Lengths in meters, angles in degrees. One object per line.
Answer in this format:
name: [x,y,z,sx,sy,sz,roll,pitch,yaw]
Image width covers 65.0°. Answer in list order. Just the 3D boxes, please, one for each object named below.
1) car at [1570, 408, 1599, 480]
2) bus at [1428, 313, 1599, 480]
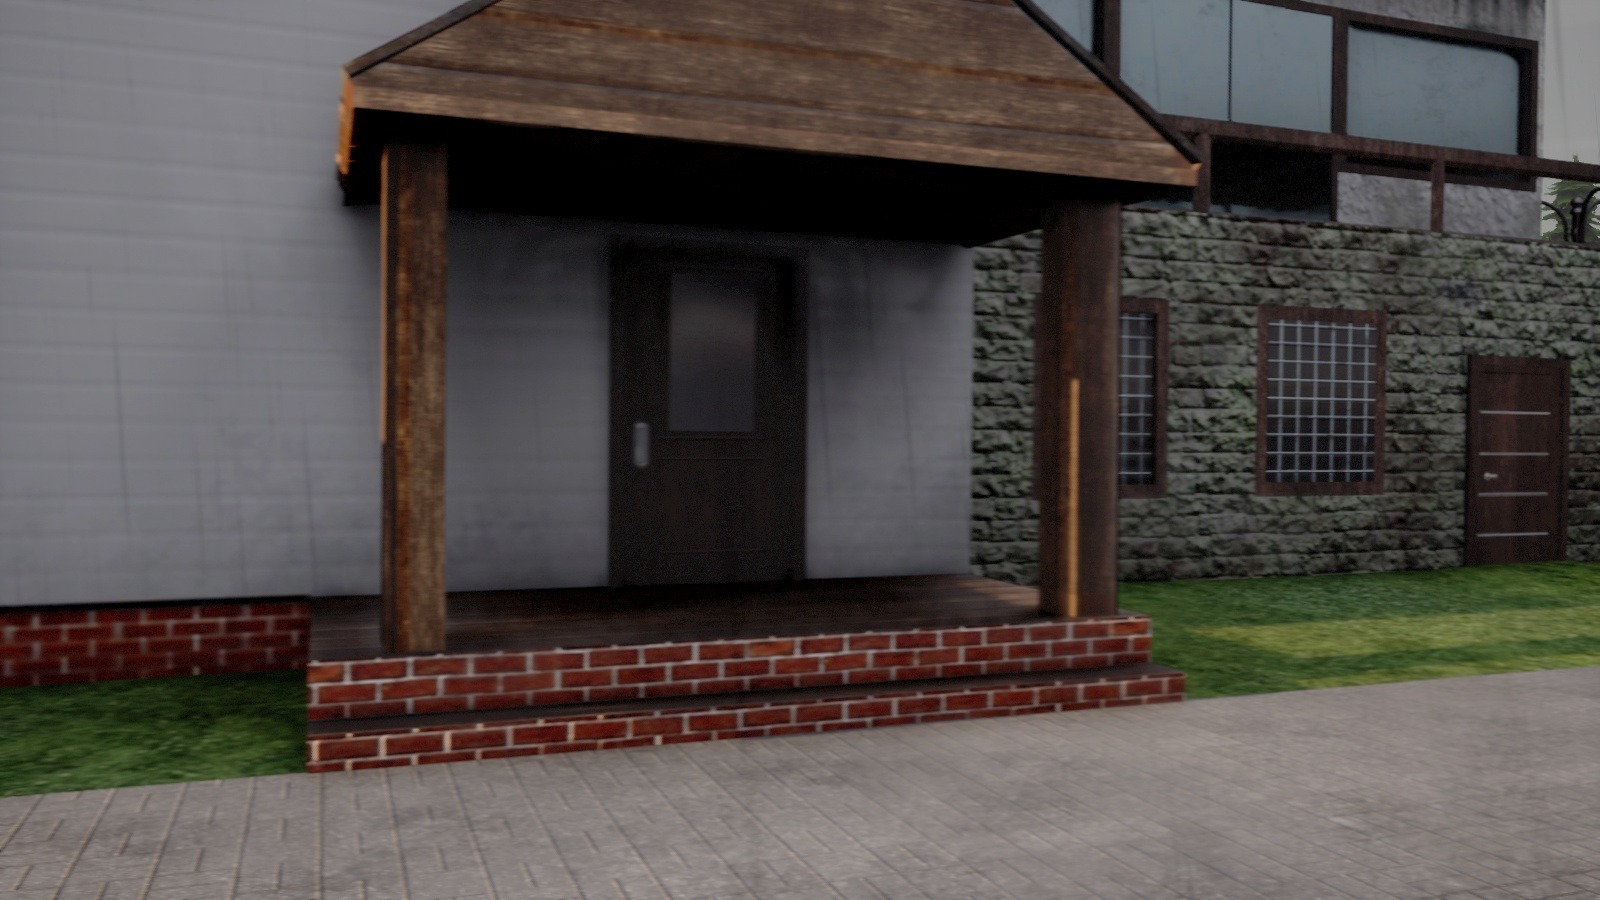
car: [20.118,-0.138,27.732,2.152,1.651,5.027,-1,1,-21]
bus: [22.189,-1.408,33.013,3.944,4.253,10.273,-1,1,-20]
